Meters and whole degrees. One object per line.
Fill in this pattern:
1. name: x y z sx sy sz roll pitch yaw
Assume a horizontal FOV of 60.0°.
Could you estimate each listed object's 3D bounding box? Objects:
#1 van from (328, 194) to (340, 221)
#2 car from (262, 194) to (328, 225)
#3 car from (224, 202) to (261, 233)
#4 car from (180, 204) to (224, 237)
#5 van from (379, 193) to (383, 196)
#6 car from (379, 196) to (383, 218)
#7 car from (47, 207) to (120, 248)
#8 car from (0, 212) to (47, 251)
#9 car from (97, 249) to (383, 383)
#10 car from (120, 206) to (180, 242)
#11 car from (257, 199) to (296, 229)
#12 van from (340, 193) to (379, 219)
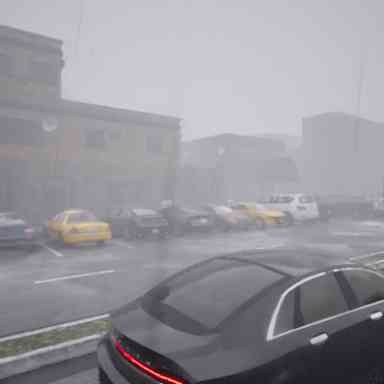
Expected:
1. van: 8.153 1.162 24.581 1.878 1.987 4.442 0 0 -36
2. car: 5.961 1.147 22.904 2.435 2.045 5.566 0 0 -36
3. car: 1.493 1.462 19.676 2.002 1.452 4.674 0 0 -36
4. car: -0.765 1.465 18.094 2.163 1.488 4.792 0 0 -36
5. van: 19.364 1.125 32.603 1.878 1.987 4.442 0 0 -36
6. car: 15.056 1.360 29.149 1.946 1.575 5.366 0 0 -36
7. car: -5.340 1.463 15.012 1.946 1.575 5.366 0 0 -36
8. car: -7.474 1.522 13.254 2.002 1.452 4.674 0 0 -36
9. car: 1.347 1.482 4.096 4.892 1.490 1.837 0 0 -36
10. car: -2.987 1.451 16.460 2.231 1.521 4.892 0 0 -36
11. car: 3.734 1.409 21.283 2.097 1.535 5.008 0 0 -36
12. van: 12.636 1.144 27.789 1.878 1.987 4.442 0 0 -36
